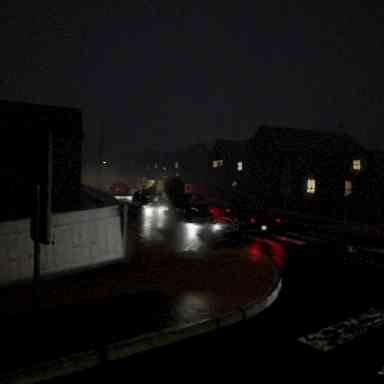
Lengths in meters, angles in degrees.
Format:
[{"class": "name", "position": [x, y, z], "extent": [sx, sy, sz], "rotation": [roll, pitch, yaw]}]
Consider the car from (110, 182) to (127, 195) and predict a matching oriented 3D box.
[{"class": "car", "position": [-8.947, -0.436, 41.481], "extent": [1.882, 1.535, 5.008], "rotation": [1, 2, -23]}]

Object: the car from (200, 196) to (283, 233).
[{"class": "car", "position": [2.326, 1.122, 16.355], "extent": [1.895, 1.301, 4.718], "rotation": [1, 3, -21]}]

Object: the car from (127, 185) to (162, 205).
[{"class": "car", "position": [-3.909, 0.253, 29.473], "extent": [2.128, 1.511, 4.902], "rotation": [1, 3, -23]}]

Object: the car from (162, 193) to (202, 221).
[{"class": "car", "position": [-0.046, 0.804, 20.238], "extent": [1.812, 1.442, 4.674], "rotation": [1, 2, -23]}]
